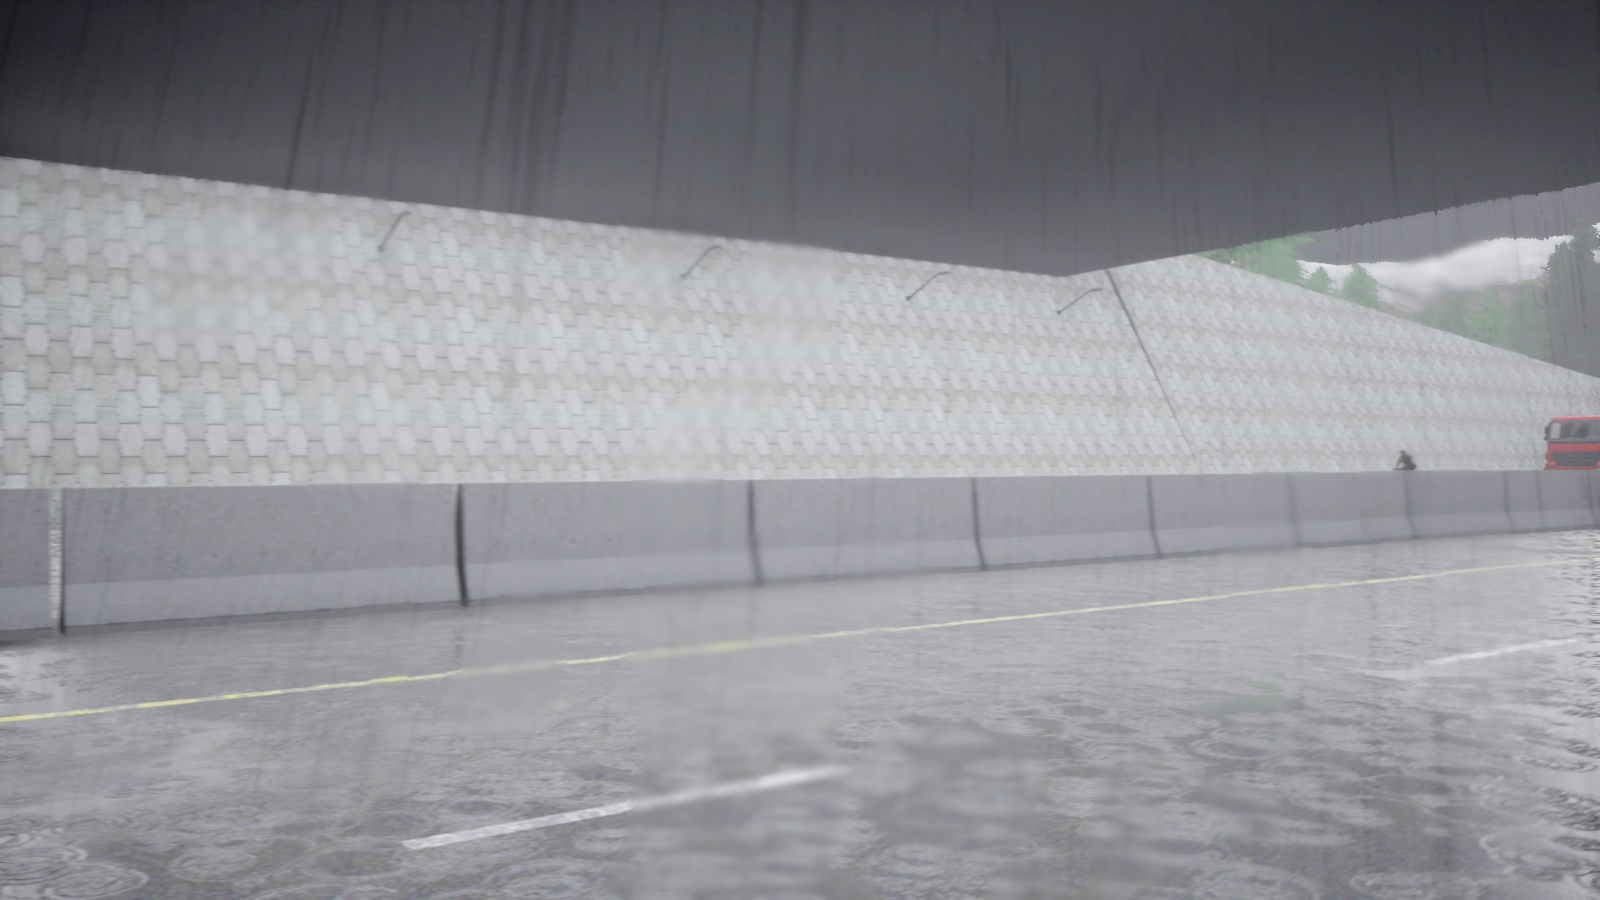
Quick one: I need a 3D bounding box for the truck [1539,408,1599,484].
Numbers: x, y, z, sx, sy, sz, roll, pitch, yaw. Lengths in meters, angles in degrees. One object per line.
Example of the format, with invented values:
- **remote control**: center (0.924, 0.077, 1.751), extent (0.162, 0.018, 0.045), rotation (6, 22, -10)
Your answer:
- **truck**: center (39.217, -0.167, 60.745), extent (7.936, 3.462, 2.891), rotation (0, 0, -35)
